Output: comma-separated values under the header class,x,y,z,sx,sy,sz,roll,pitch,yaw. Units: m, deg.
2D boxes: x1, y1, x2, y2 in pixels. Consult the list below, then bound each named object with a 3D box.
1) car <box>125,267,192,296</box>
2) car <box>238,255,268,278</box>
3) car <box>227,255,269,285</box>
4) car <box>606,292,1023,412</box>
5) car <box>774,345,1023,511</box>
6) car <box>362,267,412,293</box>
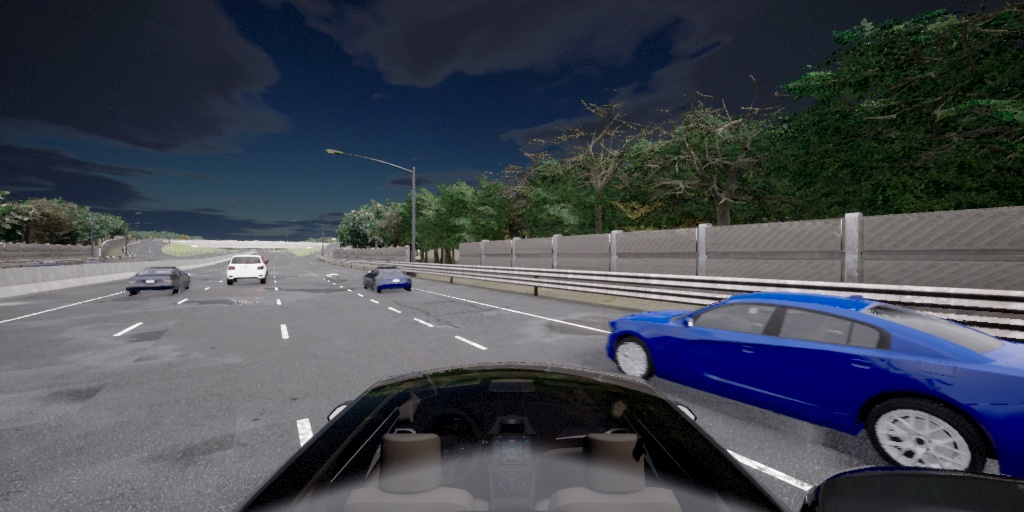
class,x,y,z,sx,sy,sz,roll,pitch,yaw
car,-18.930,1.287,19.407,2.033,1.411,5.357,0,0,-34
car,-25.264,0.946,35.153,2.150,2.045,5.566,0,0,-34
car,-19.274,0.957,26.201,2.150,2.045,5.566,0,0,-34
car,3.569,1.228,4.875,1.882,1.535,5.008,0,0,-34
car,2.985,1.315,0.453,4.181,1.385,1.994,0,0,34
car,-7.417,1.308,21.120,1.994,1.385,4.181,0,0,-34
